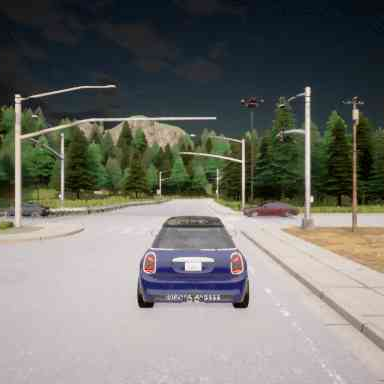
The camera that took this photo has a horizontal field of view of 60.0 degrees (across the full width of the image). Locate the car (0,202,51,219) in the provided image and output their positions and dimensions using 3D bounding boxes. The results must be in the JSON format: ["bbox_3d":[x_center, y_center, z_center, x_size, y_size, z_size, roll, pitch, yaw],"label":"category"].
[{"bbox_3d":[-14.672,1.591,29.173,4.181,1.385,1.994,0,0,1],"label":"car"}]

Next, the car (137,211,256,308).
[{"bbox_3d":[0.040,1.348,8.069,2.097,1.767,4.553,0,0,0],"label":"car"}]

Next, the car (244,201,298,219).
[{"bbox_3d":[6.790,1.552,28.822,4.674,1.442,1.812,0,0,1],"label":"car"}]
